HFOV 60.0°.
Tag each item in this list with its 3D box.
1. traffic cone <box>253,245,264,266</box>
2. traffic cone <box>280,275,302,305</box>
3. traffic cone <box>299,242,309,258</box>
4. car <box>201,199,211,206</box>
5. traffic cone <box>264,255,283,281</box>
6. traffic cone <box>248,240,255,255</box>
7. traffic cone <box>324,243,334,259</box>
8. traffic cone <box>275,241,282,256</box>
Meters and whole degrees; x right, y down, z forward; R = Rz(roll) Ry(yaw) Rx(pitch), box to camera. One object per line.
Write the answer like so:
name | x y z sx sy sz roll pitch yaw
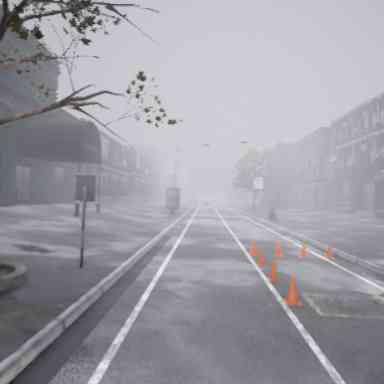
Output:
traffic cone | 2.371 2.186 11.306 0.340 0.580 0.340 2 -1 2
traffic cone | 2.210 2.134 7.309 0.340 0.580 0.340 2 -1 2
traffic cone | 4.448 2.297 13.222 0.340 0.580 0.340 2 -1 2
car | 3.132 2.216 72.369 1.812 1.442 4.674 2 0 2
traffic cone | 2.291 2.160 9.307 0.340 0.580 0.340 2 -1 2
traffic cone | 2.451 2.213 13.304 0.340 0.580 0.340 2 -1 2
traffic cone | 5.446 2.339 13.182 0.340 0.580 0.340 2 -1 2
traffic cone | 3.450 2.255 13.263 0.340 0.580 0.340 2 -1 2
